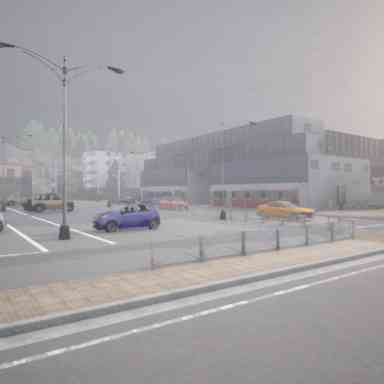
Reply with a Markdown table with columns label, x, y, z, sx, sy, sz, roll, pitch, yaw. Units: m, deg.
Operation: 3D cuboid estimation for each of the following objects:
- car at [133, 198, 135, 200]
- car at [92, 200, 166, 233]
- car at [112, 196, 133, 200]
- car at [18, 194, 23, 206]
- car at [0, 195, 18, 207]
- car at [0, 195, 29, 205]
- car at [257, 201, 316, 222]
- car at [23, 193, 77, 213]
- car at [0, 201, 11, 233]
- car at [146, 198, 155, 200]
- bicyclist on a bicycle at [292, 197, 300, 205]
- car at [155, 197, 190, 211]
| label | x | y | z | sx | sy | sz | roll | pitch | yaw |
| --- | --- | --- | --- | --- | --- | --- | --- | --- | --- |
| car | -11.964 | 1.530 | 60.609 | 1.837 | 1.490 | 4.892 | 0 | 0 | -35 |
| car | -3.648 | 1.386 | 18.421 | 3.633 | 1.501 | 1.845 | 0 | 0 | -35 |
| car | -11.944 | 1.627 | 54.479 | 1.895 | 1.301 | 4.718 | 0 | 0 | -35 |
| car | -16.200 | 1.089 | 35.865 | 3.866 | 1.878 | 1.905 | 0 | 0 | -35 |
| car | -23.540 | 1.166 | 46.345 | 5.027 | 1.636 | 2.152 | 0 | 0 | -35 |
| car | -27.487 | 1.245 | 51.416 | 3.806 | 1.475 | 1.970 | 0 | 0 | -35 |
| car | 7.454 | 1.496 | 26.605 | 1.882 | 1.535 | 5.008 | 0 | 0 | -35 |
| car | -14.196 | 1.110 | 33.722 | 4.605 | 1.855 | 1.932 | 0 | 0 | -35 |
| car | -11.436 | 1.385 | 16.605 | 3.806 | 1.475 | 1.970 | 0 | 0 | -35 |
| car | -6.233 | 1.572 | 52.510 | 2.033 | 1.411 | 5.357 | 0 | 0 | -35 |
| bicyclist on a bicycle | 10.834 | 1.331 | 34.819 | 1.656 | 1.620 | 0.582 | 0 | 0 | -35 |
| car | -2.187 | 1.370 | 40.381 | 2.097 | 1.767 | 4.553 | 0 | 0 | -35 |
